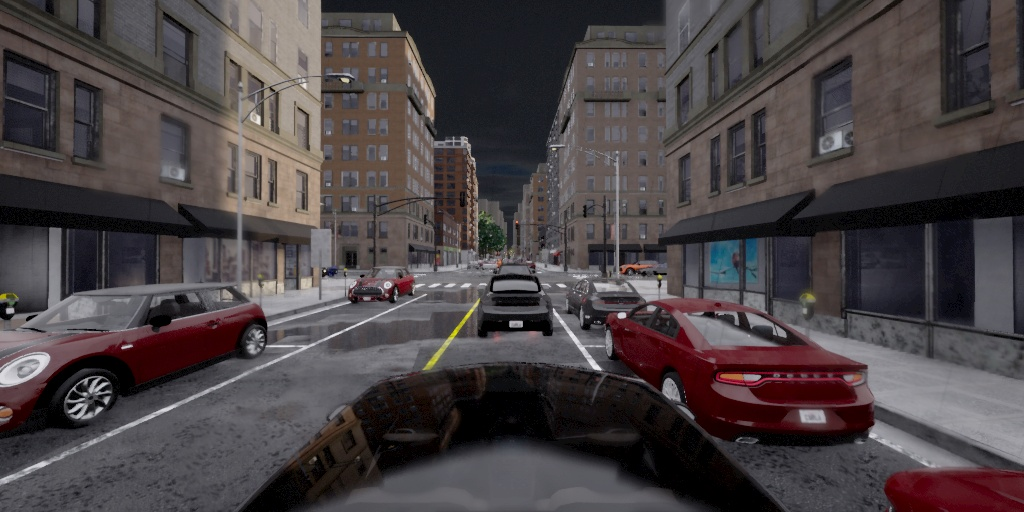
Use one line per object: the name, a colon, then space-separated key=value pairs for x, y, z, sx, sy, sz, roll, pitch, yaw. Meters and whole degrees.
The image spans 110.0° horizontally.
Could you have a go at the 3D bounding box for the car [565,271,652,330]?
car: x=2.687 y=1.303 z=10.908 sx=2.007 sy=1.370 sz=4.403 roll=0 pitch=0 yaw=0

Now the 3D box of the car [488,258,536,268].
car: x=0.127 y=1.108 z=17.748 sx=2.097 sy=1.767 sz=4.553 roll=0 pitch=0 yaw=0

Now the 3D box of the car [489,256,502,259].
car: x=-3.148 y=1.160 z=60.759 sx=2.097 sy=1.767 sz=4.553 roll=0 pitch=0 yaw=0

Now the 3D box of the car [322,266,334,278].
car: x=-18.009 y=0.869 z=29.187 sx=5.566 sy=2.045 sz=2.150 roll=0 pitch=0 yaw=0

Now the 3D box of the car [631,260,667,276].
car: x=15.203 y=1.395 z=36.019 sx=5.357 sy=1.411 sz=2.033 roll=0 pitch=0 yaw=0

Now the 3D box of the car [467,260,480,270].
car: x=-5.888 y=1.346 z=54.774 sx=2.007 sy=1.370 sz=4.403 roll=0 pitch=0 yaw=0

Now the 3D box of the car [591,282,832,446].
car: x=2.676 y=1.296 z=5.417 sx=1.888 sy=1.381 sz=4.507 roll=0 pitch=0 yaw=0

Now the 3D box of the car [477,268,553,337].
car: x=0.060 y=1.258 z=10.334 sx=1.837 sy=1.490 sz=4.892 roll=0 pitch=0 yaw=-1

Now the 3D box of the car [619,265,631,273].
car: x=14.039 y=1.221 z=39.280 sx=4.553 sy=1.767 sz=2.097 roll=0 pitch=0 yaw=0

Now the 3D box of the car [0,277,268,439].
car: x=-5.850 y=1.190 z=5.426 sx=1.967 sy=1.591 sz=4.097 roll=0 pitch=0 yaw=0

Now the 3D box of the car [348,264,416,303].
car: x=-5.829 y=1.195 z=16.413 sx=1.967 sy=1.591 sz=4.097 roll=0 pitch=0 yaw=0

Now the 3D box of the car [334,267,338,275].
car: x=-18.398 y=1.150 z=32.441 sx=5.008 sy=1.535 sz=1.882 roll=0 pitch=0 yaw=0

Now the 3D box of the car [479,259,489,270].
car: x=-3.104 y=1.390 z=50.787 sx=1.895 sy=1.301 sz=4.718 roll=0 pitch=0 yaw=0
